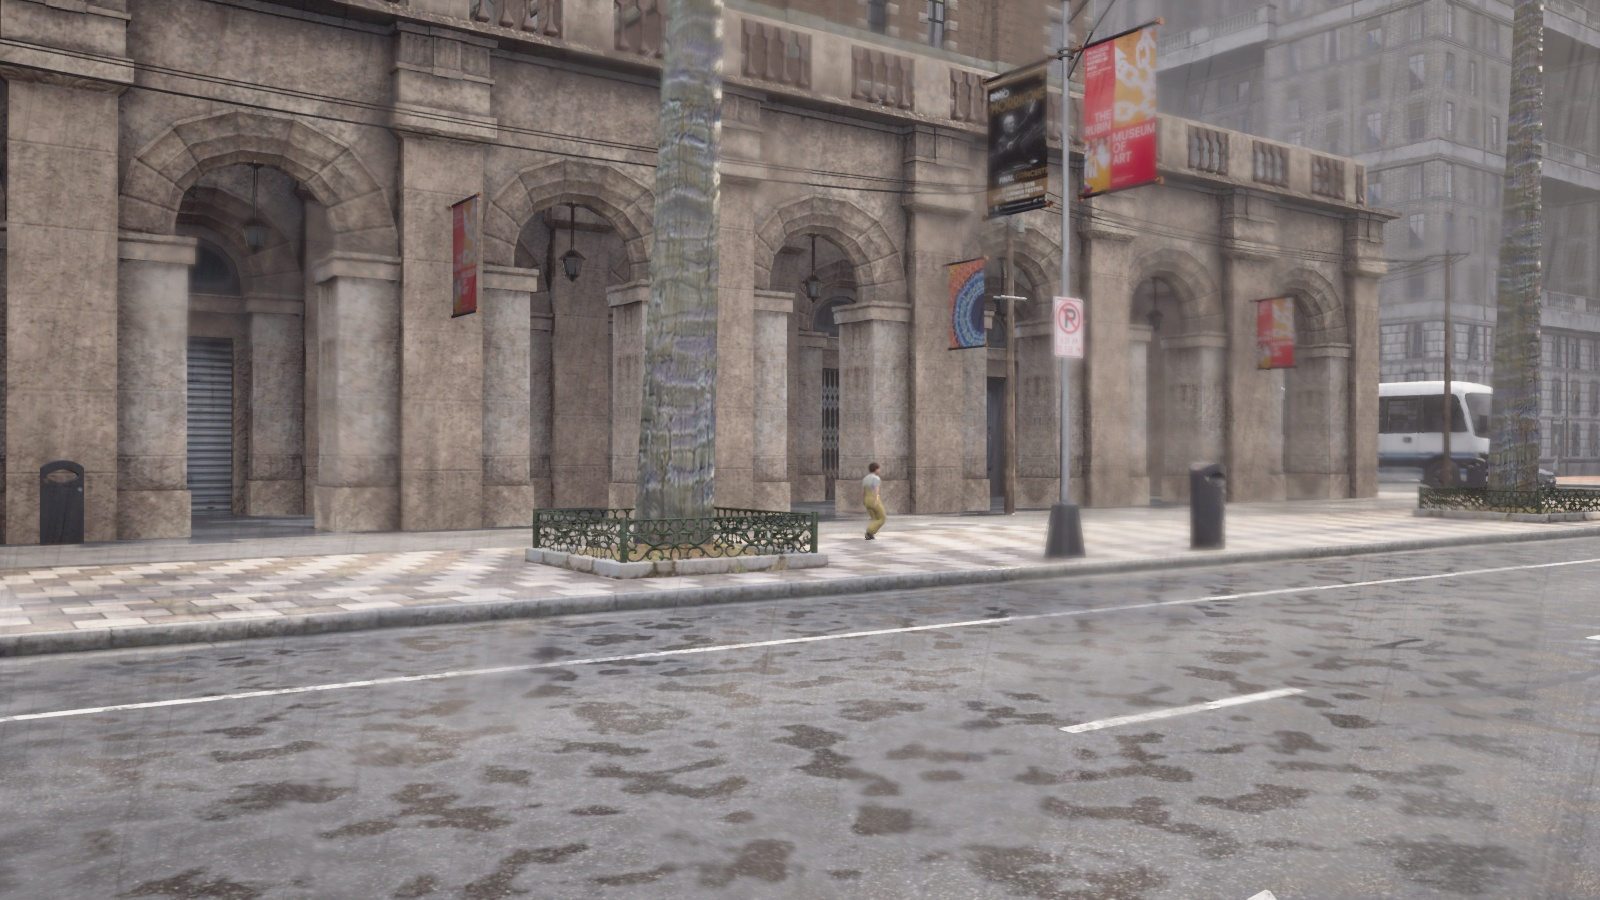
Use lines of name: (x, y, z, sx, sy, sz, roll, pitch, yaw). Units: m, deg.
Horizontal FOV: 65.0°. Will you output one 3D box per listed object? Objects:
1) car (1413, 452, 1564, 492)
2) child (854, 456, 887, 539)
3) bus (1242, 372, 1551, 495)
car: (26.913, 0.813, 49.256, 1.837, 1.490, 4.892, 0, 0, -34)
child: (1.087, 0.726, 19.305, 0.437, 1.263, 0.270, 0, 0, -35)
bus: (22.863, -0.560, 48.917, 3.944, 4.253, 10.273, 0, 0, -35)
